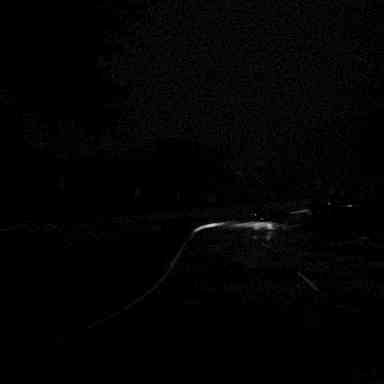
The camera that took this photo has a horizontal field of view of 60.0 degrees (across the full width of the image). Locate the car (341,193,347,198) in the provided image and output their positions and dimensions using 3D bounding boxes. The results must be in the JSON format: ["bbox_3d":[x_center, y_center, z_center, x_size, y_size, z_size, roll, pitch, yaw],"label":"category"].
[{"bbox_3d":[33.240,1.169,71.734,5.566,2.045,2.435,-1,0,40],"label":"car"}]

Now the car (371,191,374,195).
[{"bbox_3d":[40.426,1.207,80.345,5.008,1.535,2.097,-1,0,40],"label":"car"}]

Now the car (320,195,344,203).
[{"bbox_3d":[19.805,1.708,48.196,2.097,1.767,4.553,-1,0,40],"label":"car"}]

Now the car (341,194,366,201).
[{"bbox_3d":[36.852,1.353,76.027,4.674,1.452,2.002,-1,0,40],"label":"car"}]

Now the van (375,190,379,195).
[{"bbox_3d":[44.095,0.866,84.581,4.442,1.987,1.878,-1,0,40],"label":"van"}]

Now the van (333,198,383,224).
[{"bbox_3d":[15.424,1.776,29.943,4.442,1.987,1.878,-1,0,40],"label":"van"}]

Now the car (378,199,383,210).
[{"bbox_3d":[27.927,1.660,44.813,4.674,1.452,2.002,-1,0,40],"label":"car"}]

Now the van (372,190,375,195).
[{"bbox_3d":[42.127,0.929,82.575,4.442,1.987,1.878,-1,0,40],"label":"van"}]

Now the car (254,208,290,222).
[{"bbox_3d":[8.253,2.307,34.312,1.895,1.301,4.718,-1,0,40],"label":"car"}]

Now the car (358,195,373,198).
[{"bbox_3d":[28.832,1.697,53.700,1.895,1.301,4.718,-1,0,40],"label":"car"}]

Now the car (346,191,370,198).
[{"bbox_3d":[30.597,1.195,61.083,2.097,1.767,4.553,-1,0,40],"label":"car"}]

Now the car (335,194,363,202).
[{"bbox_3d":[34.916,1.367,73.991,5.366,1.575,1.946,-1,0,40],"label":"car"}]

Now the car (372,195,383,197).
[{"bbox_3d":[26.176,1.547,42.656,4.553,1.767,2.185,-1,0,40],"label":"car"}]
